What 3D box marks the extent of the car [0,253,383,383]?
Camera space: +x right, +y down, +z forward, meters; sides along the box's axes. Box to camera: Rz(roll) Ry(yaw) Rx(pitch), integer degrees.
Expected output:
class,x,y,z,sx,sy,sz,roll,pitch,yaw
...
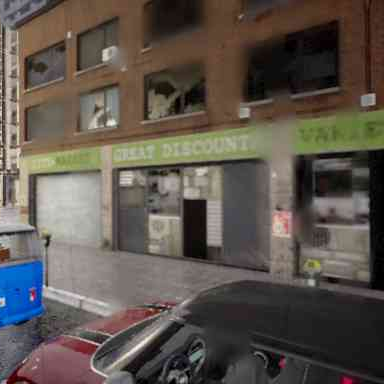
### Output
class,x,y,z,sx,sy,sz,roll,pitch,yaw
car,0.360,1.440,2.469,4.097,1.590,1.967,0,0,35

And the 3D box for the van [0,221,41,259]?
class,x,y,z,sx,sy,sz,roll,pitch,yaw
van,-4.273,1.345,5.772,3.998,1.788,1.690,0,0,35
